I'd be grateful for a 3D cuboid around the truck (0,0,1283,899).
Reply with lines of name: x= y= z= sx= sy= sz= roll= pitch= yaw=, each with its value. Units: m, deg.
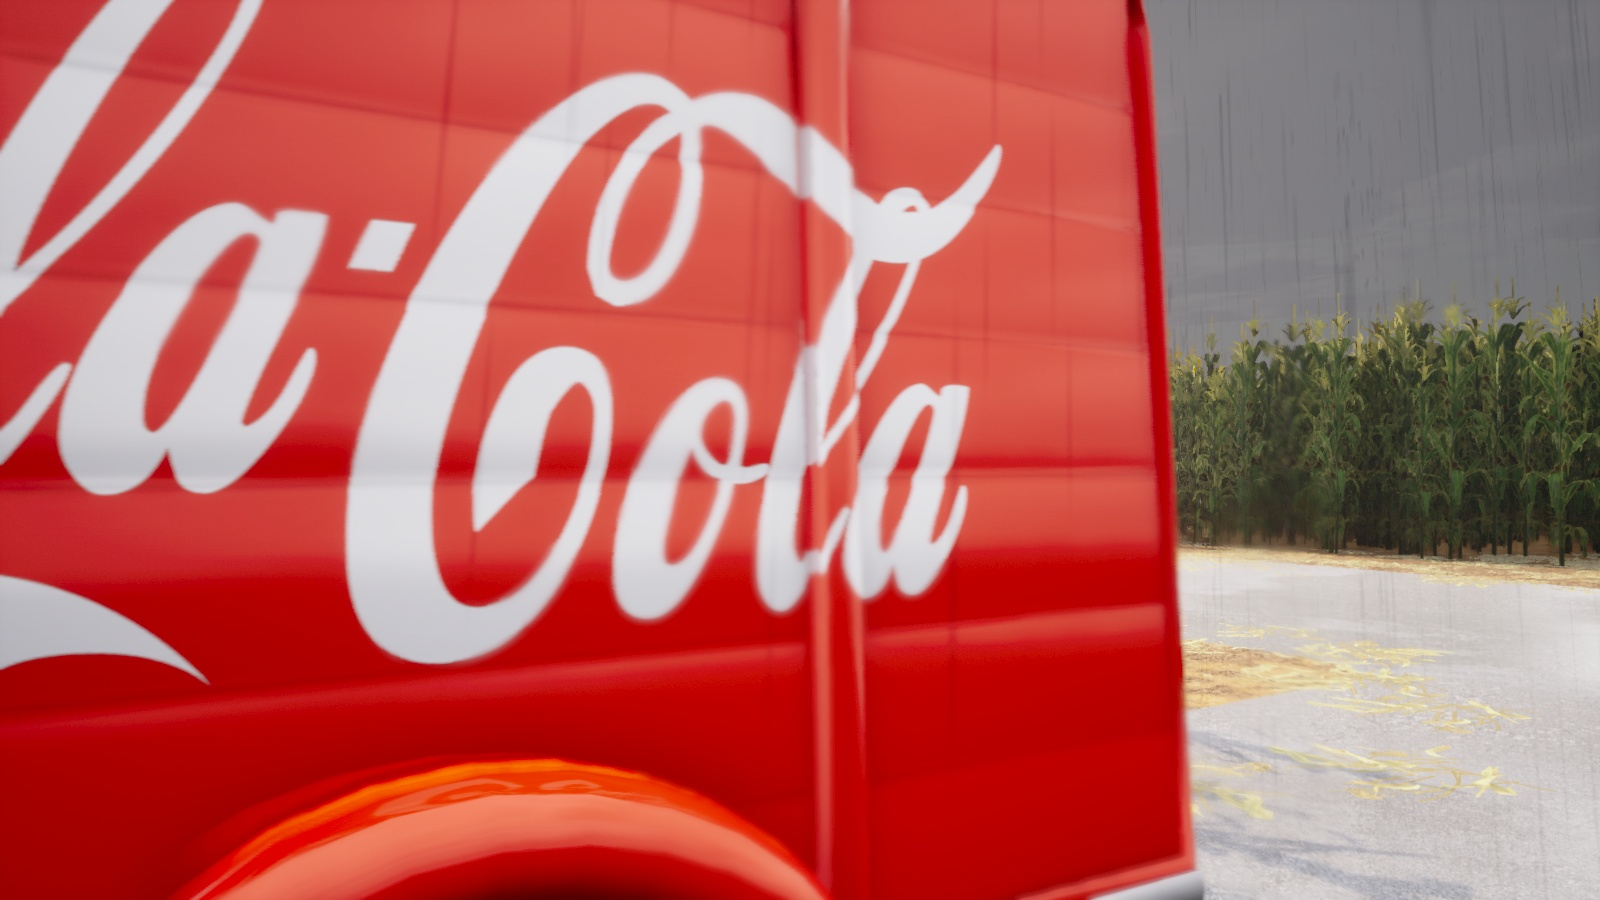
truck: x=-2.062 y=0.267 z=1.738 sx=5.204 sy=2.467 sz=2.627 roll=0 pitch=0 yaw=-35
